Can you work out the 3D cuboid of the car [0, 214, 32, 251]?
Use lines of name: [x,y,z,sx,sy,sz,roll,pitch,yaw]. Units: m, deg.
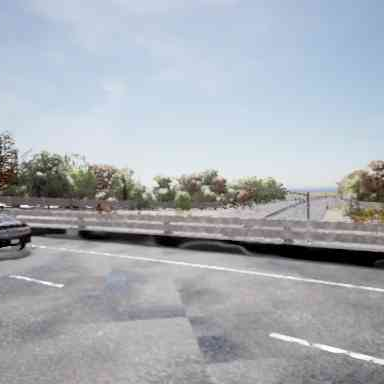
car: [-8.385,1.568,12.933,4.902,1.511,2.128,-1,0,28]
